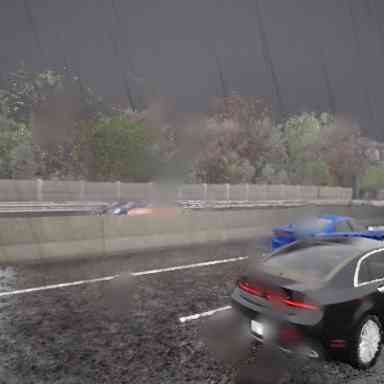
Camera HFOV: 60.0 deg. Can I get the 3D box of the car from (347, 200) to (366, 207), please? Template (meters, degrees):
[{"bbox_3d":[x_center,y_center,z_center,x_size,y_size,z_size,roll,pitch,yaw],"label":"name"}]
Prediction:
[{"bbox_3d":[27.028,1.962,53.281,5.357,1.411,2.033,1,0,-35],"label":"car"}]

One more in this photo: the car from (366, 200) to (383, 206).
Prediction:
[{"bbox_3d":[29.168,1.963,50.519,5.357,1.411,2.033,1,0,-35],"label":"car"}]

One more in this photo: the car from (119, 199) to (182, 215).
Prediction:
[{"bbox_3d":[-2.478,1.437,23.718,4.553,1.767,2.097,1,0,-35],"label":"car"}]

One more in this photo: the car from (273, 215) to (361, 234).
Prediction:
[{"bbox_3d":[4.940,1.556,11.566,5.008,1.535,1.882,1,0,-36],"label":"car"}]

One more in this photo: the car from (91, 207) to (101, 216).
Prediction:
[{"bbox_3d":[-6.426,1.591,29.494,4.892,1.490,1.837,1,0,-36],"label":"car"}]

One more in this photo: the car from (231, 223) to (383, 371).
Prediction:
[{"bbox_3d":[2.869,1.547,5.791,4.892,1.490,1.837,0,0,-36],"label":"car"}]

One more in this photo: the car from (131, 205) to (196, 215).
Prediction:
[{"bbox_3d":[-1.030,1.681,20.453,4.718,1.301,1.895,1,0,-35],"label":"car"}]

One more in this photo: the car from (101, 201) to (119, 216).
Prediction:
[{"bbox_3d":[-4.501,1.437,26.574,4.553,1.767,2.097,1,0,-35],"label":"car"}]
